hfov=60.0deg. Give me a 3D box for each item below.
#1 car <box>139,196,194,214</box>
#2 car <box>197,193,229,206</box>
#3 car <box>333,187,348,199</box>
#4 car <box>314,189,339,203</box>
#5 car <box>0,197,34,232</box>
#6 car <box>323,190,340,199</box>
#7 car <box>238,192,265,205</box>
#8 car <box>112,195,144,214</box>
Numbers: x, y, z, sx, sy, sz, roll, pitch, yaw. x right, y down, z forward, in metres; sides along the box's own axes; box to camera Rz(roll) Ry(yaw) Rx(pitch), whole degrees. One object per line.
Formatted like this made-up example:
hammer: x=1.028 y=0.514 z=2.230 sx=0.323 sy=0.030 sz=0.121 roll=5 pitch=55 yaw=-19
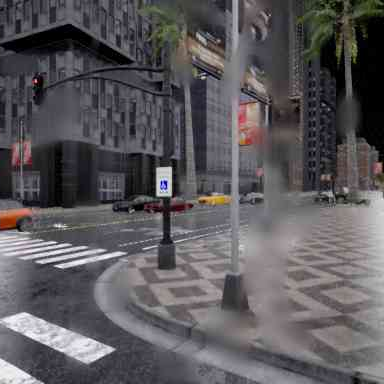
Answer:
car: x=-1.910 y=1.178 z=28.248 sx=1.895 sy=1.301 sz=4.718 roll=0 pitch=1 yaw=35
car: x=2.580 y=0.837 z=40.186 sx=1.882 sy=1.535 sz=5.008 roll=0 pitch=1 yaw=35
car: x=23.672 y=0.232 z=52.772 sx=2.150 sy=2.045 sz=5.566 roll=0 pitch=1 yaw=36
car: x=17.810 y=0.677 z=44.492 sx=1.837 sy=1.490 sz=4.892 roll=0 pitch=1 yaw=35
car: x=-10.092 y=1.191 z=15.910 sx=2.097 sy=1.767 sz=4.553 roll=0 pitch=1 yaw=29
car: x=25.759 y=0.353 z=61.331 sx=1.882 sy=1.535 sz=5.008 roll=0 pitch=1 yaw=36
car: x=7.491 y=0.806 z=41.479 sx=1.837 sy=1.490 sz=4.892 roll=0 pitch=0 yaw=36
car: x=-4.876 y=1.059 z=29.691 sx=1.882 sy=1.535 sz=5.008 roll=0 pitch=1 yaw=36
